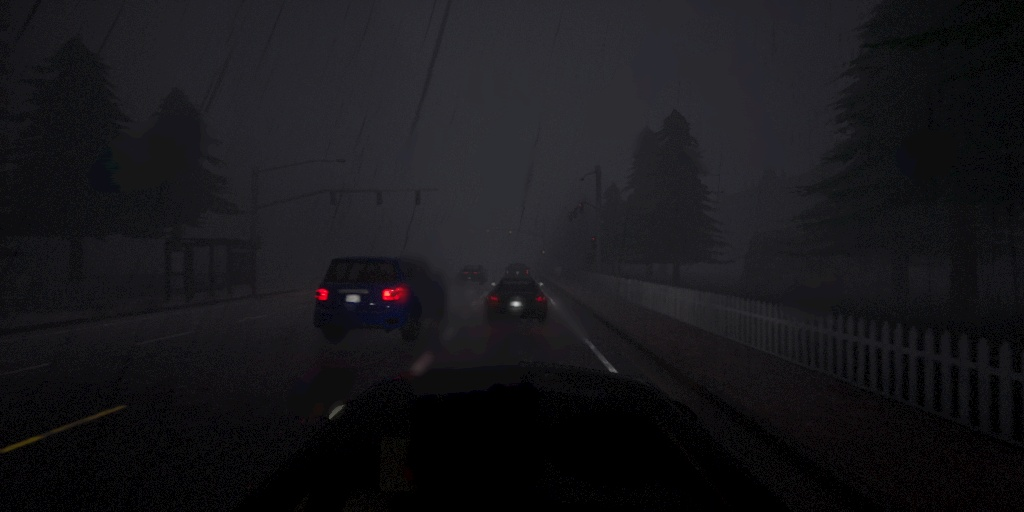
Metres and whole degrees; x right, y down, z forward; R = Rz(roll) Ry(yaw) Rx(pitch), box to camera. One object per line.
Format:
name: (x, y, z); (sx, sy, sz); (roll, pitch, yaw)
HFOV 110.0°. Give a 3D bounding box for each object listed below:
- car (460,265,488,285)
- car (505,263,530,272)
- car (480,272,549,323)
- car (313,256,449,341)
car: (-3.060, 1.487, 29.147); (2.128, 1.511, 4.902); (0, 0, 1)
car: (0.457, 1.354, 30.427); (2.097, 1.767, 4.553); (0, 0, 1)
car: (0.187, 1.406, 12.522); (1.994, 1.385, 4.181); (0, -1, 1)
car: (-3.326, 1.038, 10.280); (2.150, 2.045, 5.566); (0, -1, 1)
